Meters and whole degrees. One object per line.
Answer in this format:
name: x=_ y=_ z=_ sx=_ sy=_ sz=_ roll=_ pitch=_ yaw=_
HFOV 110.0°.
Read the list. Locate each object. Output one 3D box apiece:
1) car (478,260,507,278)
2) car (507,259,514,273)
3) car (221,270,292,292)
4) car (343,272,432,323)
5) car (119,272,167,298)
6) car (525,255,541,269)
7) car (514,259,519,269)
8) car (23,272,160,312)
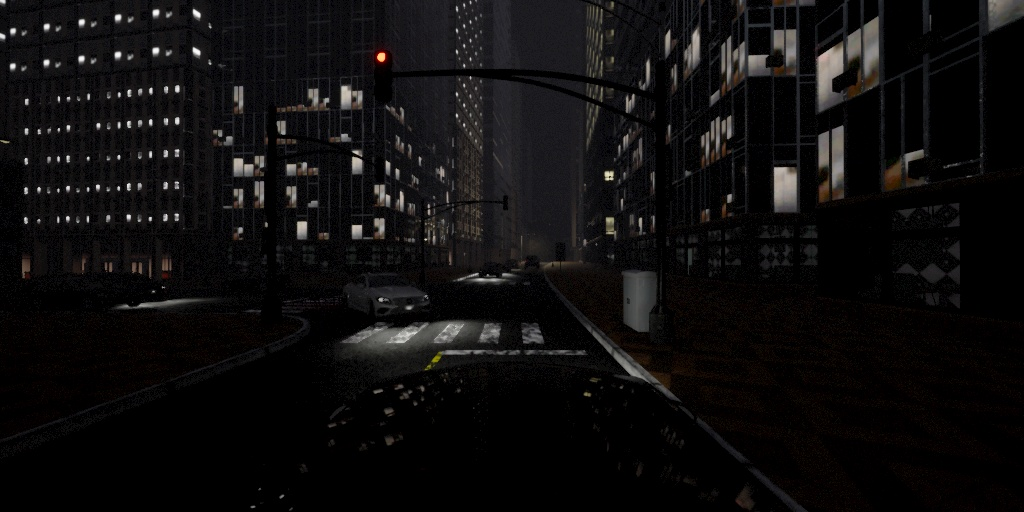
car: x=-1.946 y=1.281 z=34.256 sx=2.033 sy=1.411 sz=5.357 roll=0 pitch=0 yaw=4
car: x=-1.162 y=1.322 z=44.264 sx=1.895 sy=1.301 sz=4.718 roll=0 pitch=0 yaw=5
car: x=-16.819 y=1.609 z=23.605 sx=4.403 sy=1.370 sz=2.007 roll=0 pitch=0 yaw=9
car: x=-4.478 y=1.298 z=12.450 sx=1.812 sy=1.442 sz=4.674 roll=1 pitch=-2 yaw=-38
car: x=-20.317 y=1.580 z=18.300 sx=4.892 sy=1.490 sz=1.837 roll=-1 pitch=0 yaw=9
car: x=3.280 y=0.919 z=56.631 sx=2.150 sy=2.045 sz=5.566 roll=0 pitch=0 yaw=6
car: x=-0.099 y=1.181 z=54.991 sx=1.882 sy=1.535 sz=5.008 roll=0 pitch=0 yaw=6
car: x=-18.130 y=1.567 z=15.327 sx=4.403 sy=1.370 sz=2.007 roll=0 pitch=0 yaw=9
